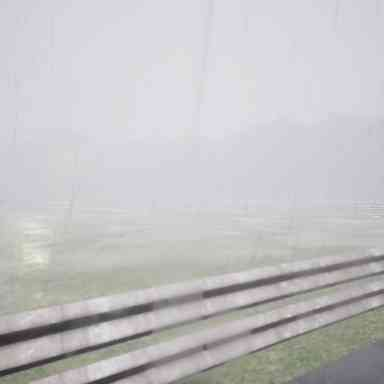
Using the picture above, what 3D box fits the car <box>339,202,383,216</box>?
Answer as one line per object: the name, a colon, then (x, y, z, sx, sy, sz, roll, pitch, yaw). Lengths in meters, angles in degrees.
car: (18.679, 1.800, 36.284, 4.902, 1.511, 2.128, 0, 0, 15)
